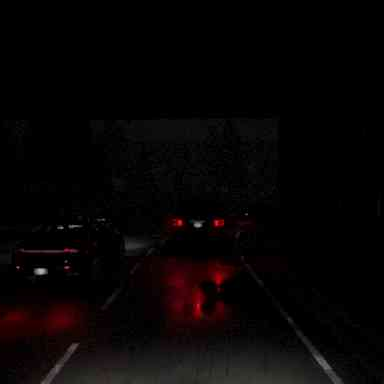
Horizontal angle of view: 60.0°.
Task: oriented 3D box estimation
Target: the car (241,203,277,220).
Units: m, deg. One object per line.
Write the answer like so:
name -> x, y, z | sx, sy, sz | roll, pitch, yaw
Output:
car -> 6.502, 1.784, 31.982 | 1.837, 1.490, 4.892 | -3, -2, 40

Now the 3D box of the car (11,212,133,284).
car -> -3.328, 1.578, 9.861 | 2.128, 1.511, 4.902 | 0, 0, 1

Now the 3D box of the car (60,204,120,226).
car -> -8.023, 1.782, 26.929 | 2.033, 1.411, 5.357 | 0, -1, 16

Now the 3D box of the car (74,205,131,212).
car -> -5.564, 1.685, 22.123 | 2.128, 1.511, 4.902 | 0, -1, 14

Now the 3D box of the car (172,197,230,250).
car -> 0.464, 1.355, 15.121 | 2.150, 2.045, 5.566 | 0, 0, 5

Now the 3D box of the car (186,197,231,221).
car -> 1.706, 1.497, 31.606 | 2.150, 2.045, 5.566 | -1, -1, 28
